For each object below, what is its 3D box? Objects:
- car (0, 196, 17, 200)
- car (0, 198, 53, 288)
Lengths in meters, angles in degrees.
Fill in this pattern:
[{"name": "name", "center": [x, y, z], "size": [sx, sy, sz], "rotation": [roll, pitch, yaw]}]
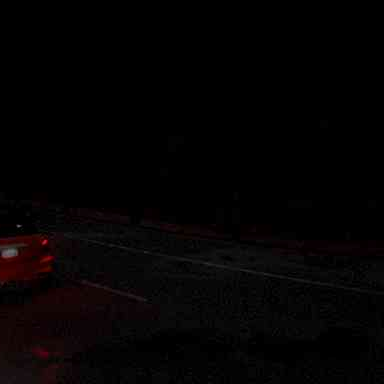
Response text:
[{"name": "car", "center": [-8.824, 0.926, 14.580], "size": [4.892, 1.490, 1.837], "rotation": [5, 3, 35]}, {"name": "car", "center": [-5.289, 1.140, 7.755], "size": [4.553, 1.767, 2.097], "rotation": [3, 2, 36]}]
